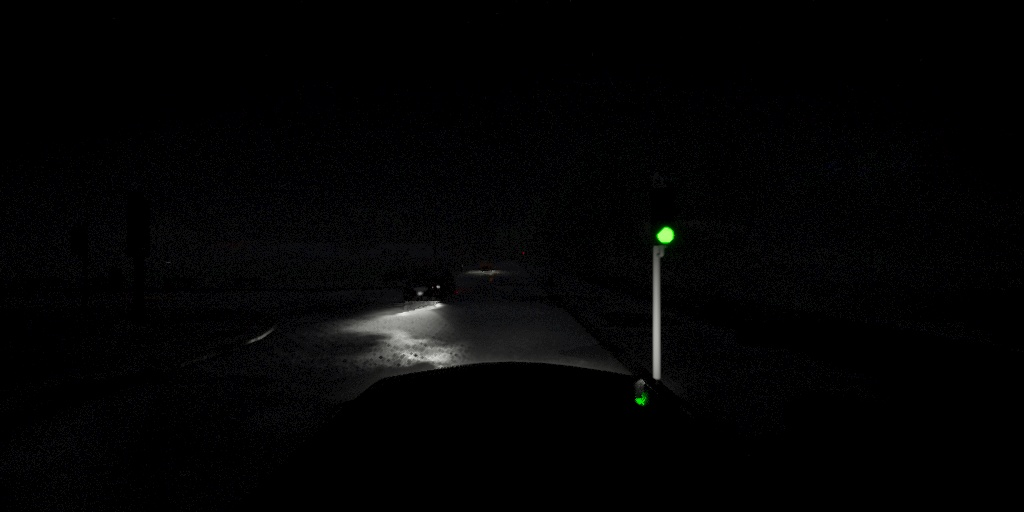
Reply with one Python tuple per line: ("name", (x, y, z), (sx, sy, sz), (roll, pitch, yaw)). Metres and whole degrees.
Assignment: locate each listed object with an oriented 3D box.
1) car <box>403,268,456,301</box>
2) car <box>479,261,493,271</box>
("car", (-4.002, 1.381, 18.072), (2.128, 1.511, 4.902), (0, 0, 0))
("car", (-3.988, 1.513, 55.531), (1.882, 1.535, 5.008), (0, 1, 0))
